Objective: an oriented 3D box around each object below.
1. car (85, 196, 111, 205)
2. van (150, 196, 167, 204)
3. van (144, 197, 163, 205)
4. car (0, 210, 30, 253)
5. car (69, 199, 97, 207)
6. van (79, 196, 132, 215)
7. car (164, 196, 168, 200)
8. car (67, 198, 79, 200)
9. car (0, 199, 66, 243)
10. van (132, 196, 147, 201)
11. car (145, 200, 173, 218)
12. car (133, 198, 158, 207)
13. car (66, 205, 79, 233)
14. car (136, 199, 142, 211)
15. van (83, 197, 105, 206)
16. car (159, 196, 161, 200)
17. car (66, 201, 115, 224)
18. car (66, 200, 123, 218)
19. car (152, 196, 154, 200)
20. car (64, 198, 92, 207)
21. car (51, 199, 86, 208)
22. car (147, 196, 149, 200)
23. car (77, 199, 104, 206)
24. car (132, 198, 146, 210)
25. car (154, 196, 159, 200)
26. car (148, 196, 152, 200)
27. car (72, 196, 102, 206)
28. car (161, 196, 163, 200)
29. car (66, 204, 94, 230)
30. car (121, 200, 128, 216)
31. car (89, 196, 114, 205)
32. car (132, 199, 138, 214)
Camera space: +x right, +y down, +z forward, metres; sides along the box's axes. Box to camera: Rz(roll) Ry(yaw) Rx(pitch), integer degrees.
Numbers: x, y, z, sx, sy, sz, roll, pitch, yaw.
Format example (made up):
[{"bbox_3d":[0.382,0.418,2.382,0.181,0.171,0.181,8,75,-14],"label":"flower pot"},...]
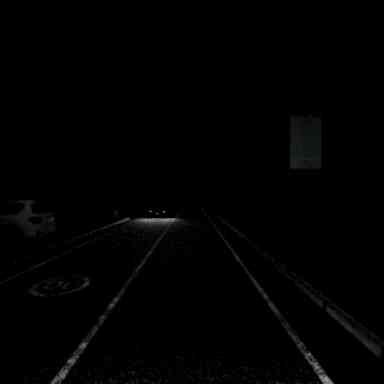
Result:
[{"bbox_3d":[-22.097,2.066,78.414,5.566,2.045,2.435,0,-1,0],"label":"car"},{"bbox_3d":[-9.128,2.189,90.249,4.442,1.987,1.878,0,0,0],"label":"van"},{"bbox_3d":[-9.106,2.098,79.028,4.442,1.987,1.878,0,-1,0],"label":"van"},{"bbox_3d":[-8.856,1.566,11.756,5.008,1.535,2.097,0,0,0],"label":"car"},{"bbox_3d":[-22.018,2.217,67.309,4.792,1.488,2.163,0,-1,0],"label":"car"},{"bbox_3d":[-8.787,1.570,34.181,4.442,1.987,1.878,0,-1,0],"label":"van"},{"bbox_3d":[-8.956,2.040,76.228,5.566,2.045,2.435,0,-1,0],"label":"car"},{"bbox_3d":[-22.031,2.057,56.206,4.892,1.521,2.231,0,-1,0],"label":"car"},{"bbox_3d":[-8.895,1.339,14.562,5.566,2.045,2.435,0,0,0],"label":"car"},{"bbox_3d":[-8.809,1.702,45.393,4.442,1.987,1.878,0,-1,0],"label":"van"},{"bbox_3d":[-3.267,1.824,33.642,1.837,1.490,4.892,0,-1,0],"label":"car"},{"bbox_3d":[-8.994,2.033,65.014,4.553,1.767,2.185,0,-1,0],"label":"car"},{"bbox_3d":[-8.867,1.616,17.367,4.892,1.521,2.231,0,-1,0],"label":"car"},{"bbox_3d":[-8.885,1.891,39.784,4.792,1.488,2.163,0,-1,0],"label":"car"},{"bbox_3d":[-22.180,2.059,75.638,4.442,1.987,1.878,0,-1,0],"label":"van"},{"bbox_3d":[-8.924,1.841,59.409,5.566,2.045,2.435,0,-1,0],"label":"car"},{"bbox_3d":[-8.883,1.698,25.772,5.008,1.535,2.097,0,-1,0],"label":"car"},{"bbox_3d":[-9.079,1.726,28.572,5.366,1.575,1.946,0,-1,0],"label":"car"},{"bbox_3d":[-8.910,1.901,53.801,4.553,1.767,2.185,0,-1,0],"label":"car"},{"bbox_3d":[-22.073,2.029,64.534,4.553,1.767,2.185,0,-1,0],"label":"car"},{"bbox_3d":[-21.846,2.086,58.983,5.366,1.575,1.946,0,-1,0],"label":"car"},{"bbox_3d":[-8.962,1.835,48.195,4.553,1.767,2.185,0,-1,0],"label":"car"},{"bbox_3d":[-22.244,2.249,72.861,5.366,1.575,1.946,0,-1,0],"label":"car"},{"bbox_3d":[-8.915,1.894,42.588,5.008,1.535,2.097,0,-1,0],"label":"car"},{"bbox_3d":[-8.918,1.808,56.606,5.566,2.045,2.435,0,-1,0],"label":"car"},{"bbox_3d":[-8.905,1.868,50.998,4.553,1.767,2.185,0,-1,0],"label":"car"},{"bbox_3d":[-22.081,1.968,70.088,5.566,2.045,2.435,0,-1,0],"label":"car"},{"bbox_3d":[-8.962,2.193,67.815,4.892,1.521,2.231,0,-1,0],"label":"car"},{"bbox_3d":[-8.848,1.670,20.164,4.792,1.488,2.163,0,-1,0],"label":"car"},{"bbox_3d":[-8.928,1.792,31.375,4.792,1.488,2.163,0,-1,0],"label":"car"},{"bbox_3d":[-22.045,2.094,81.191,5.566,2.045,2.435,0,-1,0],"label":"car"},{"bbox_3d":[-8.880,1.858,36.981,4.792,1.488,2.163,0,-1,0],"label":"car"}]
